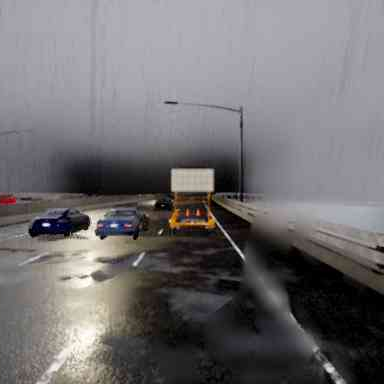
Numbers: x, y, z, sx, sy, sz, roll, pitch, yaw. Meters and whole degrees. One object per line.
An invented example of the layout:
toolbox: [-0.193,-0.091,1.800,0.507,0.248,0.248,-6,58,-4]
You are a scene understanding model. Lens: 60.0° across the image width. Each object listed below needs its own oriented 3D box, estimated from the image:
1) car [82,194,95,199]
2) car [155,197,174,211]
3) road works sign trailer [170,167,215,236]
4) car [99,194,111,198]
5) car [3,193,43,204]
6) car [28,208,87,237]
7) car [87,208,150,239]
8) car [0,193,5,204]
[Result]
car: [-23.610,1.261,76.269,1.812,1.442,4.674,0,0,1]
car: [-3.198,1.369,38.996,1.882,1.535,5.008,0,0,1]
road works sign trailer: [0.021,0.414,18.207,2.380,3.560,2.880,0,0,0]
car: [-20.090,1.239,77.010,1.812,1.442,4.674,0,0,1]
car: [-17.433,1.256,35.247,2.097,1.767,4.553,0,0,1]
car: [-6.871,1.516,17.690,1.994,1.385,4.181,0,0,0]
car: [-3.379,1.501,16.935,2.033,1.411,5.357,0,0,0]
car: [-20.937,1.127,35.474,2.150,2.045,5.566,0,0,1]
